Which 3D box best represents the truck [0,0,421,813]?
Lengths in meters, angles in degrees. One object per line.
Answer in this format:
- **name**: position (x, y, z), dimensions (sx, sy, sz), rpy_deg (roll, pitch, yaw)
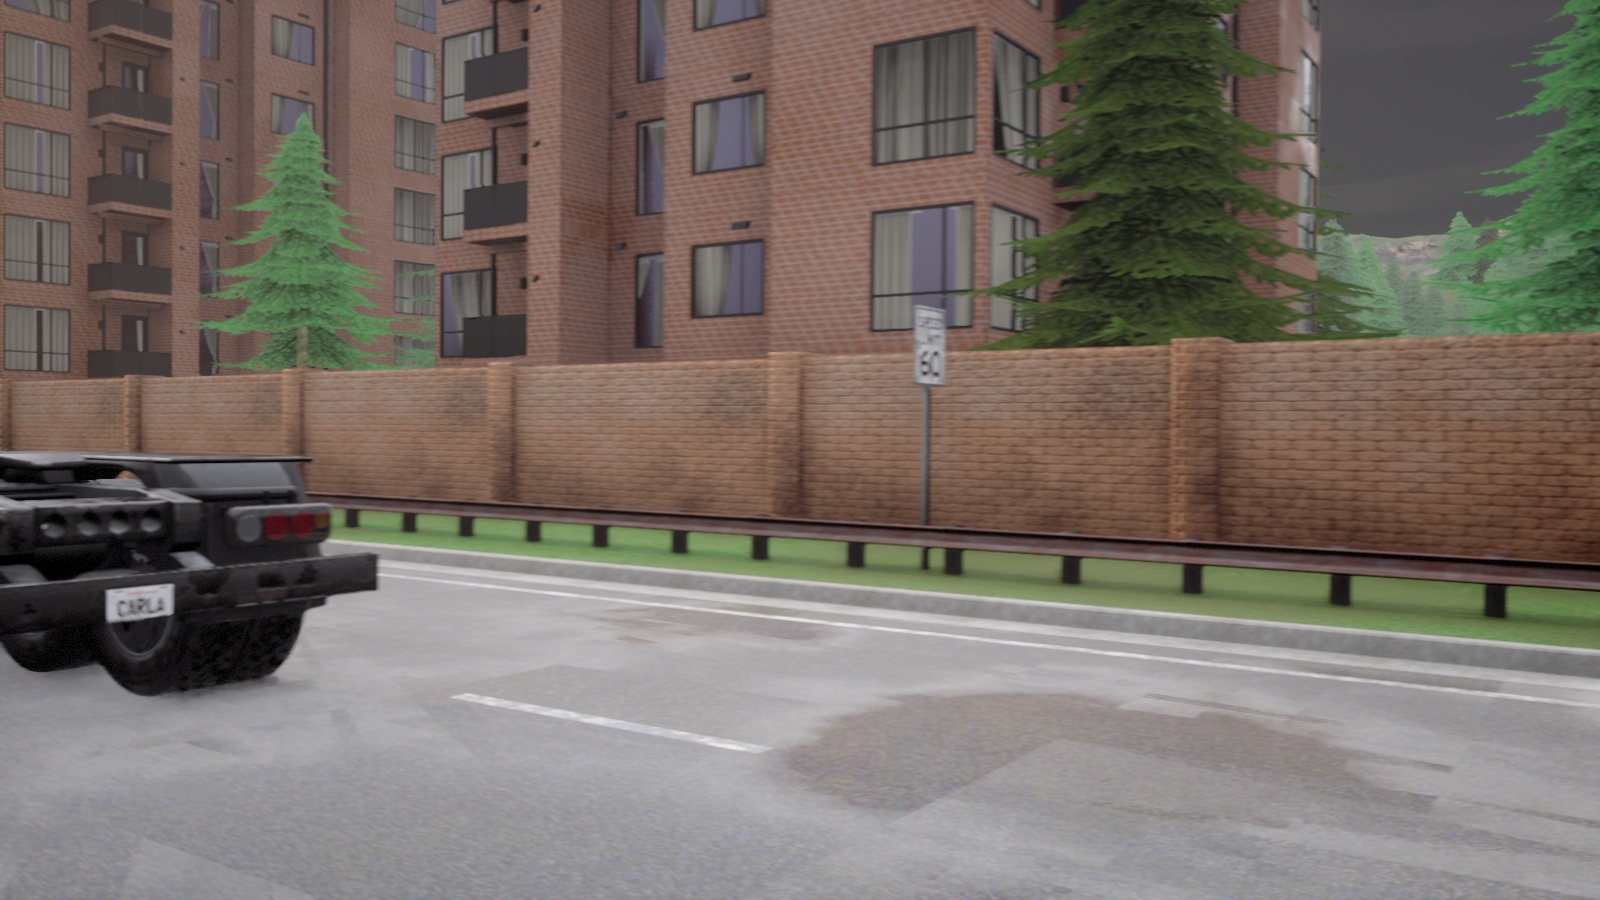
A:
- **truck**: position (-6.147, -0.299, 7.688), dimensions (7.936, 3.462, 2.891), rpy_deg (0, 1, 34)
